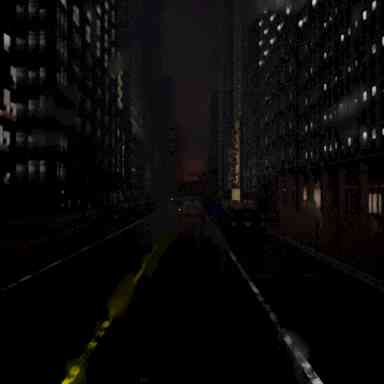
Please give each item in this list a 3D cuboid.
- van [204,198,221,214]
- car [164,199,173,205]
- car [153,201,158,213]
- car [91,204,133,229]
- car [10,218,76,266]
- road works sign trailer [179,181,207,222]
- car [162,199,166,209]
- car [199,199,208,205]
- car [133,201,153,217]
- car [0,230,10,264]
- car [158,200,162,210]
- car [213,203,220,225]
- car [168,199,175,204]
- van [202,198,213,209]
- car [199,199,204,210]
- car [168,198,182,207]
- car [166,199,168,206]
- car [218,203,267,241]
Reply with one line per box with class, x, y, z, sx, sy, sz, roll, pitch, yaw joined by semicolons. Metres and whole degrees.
van;2.693;1.747;40.556;1.690;1.788;3.998;-1;-1;0
car;-5.674;2.353;80.340;2.008;1.369;4.403;-1;-1;0
car;-5.685;1.972;40.556;1.947;1.339;4.313;-1;-1;0
car;-5.691;1.676;23.508;1.967;1.590;4.097;-1;-1;0
car;-5.694;1.646;11.970;1.752;1.417;4.829;-1;-1;0
road works sign trailer;0.029;0.764;29.939;2.380;3.560;2.880;0;-1;0
car;-5.683;2.070;51.923;2.008;1.369;4.403;-1;-1;0
car;2.707;2.353;80.337;2.008;1.369;4.403;-1;-1;0
car;-5.687;1.900;34.873;2.008;1.369;4.403;-1;-1;0
car;-5.696;1.506;6.458;1.967;1.590;4.097;-1;-1;0
car;-5.684;2.007;46.240;1.887;1.381;4.507;-1;-1;0
car;2.690;1.763;23.674;1.752;1.417;4.829;-1;-1;0
car;-5.670;2.496;91.706;1.802;1.307;4.206;-1;-1;0
van;2.698;1.917;57.606;1.690;1.788;3.998;-1;-1;0
car;2.696;1.834;51.923;2.192;1.841;5.009;-1;-1;0
car;-2.990;2.199;65.313;2.033;1.411;5.357;0;-1;0
car;-5.680;2.158;57.607;1.802;1.307;4.206;-1;-1;0
car;2.687;1.619;17.822;1.967;1.590;4.097;-1;-1;0
